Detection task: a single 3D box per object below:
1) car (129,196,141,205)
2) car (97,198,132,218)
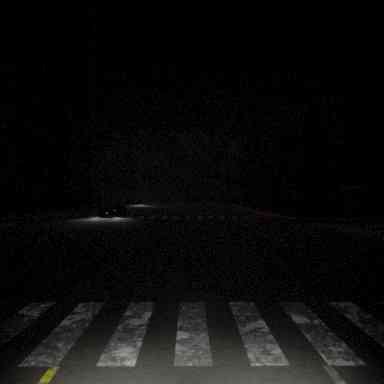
[{"bbox_3d":[-10.397,1.490,59.543,2.128,1.511,4.902,0,0,-21],"label":"car"},{"bbox_3d":[-7.238,1.526,30.861,1.812,1.442,4.674,0,0,2],"label":"car"}]
